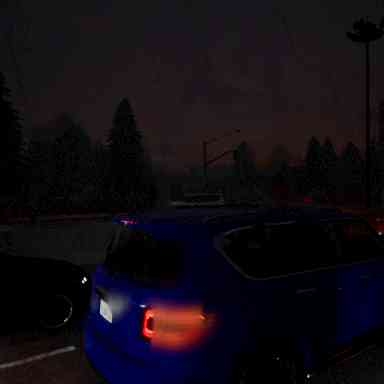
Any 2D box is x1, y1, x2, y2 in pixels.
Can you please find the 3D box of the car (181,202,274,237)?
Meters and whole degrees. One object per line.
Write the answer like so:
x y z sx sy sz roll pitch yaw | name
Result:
2.044 1.411 18.298 4.902 1.511 2.128 0 0 -35 | car

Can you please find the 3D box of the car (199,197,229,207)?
3.150 1.377 49.132 1.895 1.301 4.718 -1 0 -36 | car

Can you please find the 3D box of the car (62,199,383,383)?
1.375 1.204 4.712 5.566 2.045 2.150 -1 0 -35 | car

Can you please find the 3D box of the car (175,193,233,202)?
0.149 1.122 25.515 5.566 2.045 2.150 0 0 -35 | car

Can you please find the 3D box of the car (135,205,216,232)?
-0.958 1.529 20.464 4.718 1.301 1.895 -1 0 -35 | car

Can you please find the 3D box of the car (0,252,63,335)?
-3.750 1.564 5.362 4.181 1.385 1.994 0 0 -36 | car

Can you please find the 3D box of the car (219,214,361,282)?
3.092 1.512 10.228 4.181 1.385 1.994 -1 0 -34 | car

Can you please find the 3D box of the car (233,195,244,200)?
6.396 1.241 50.612 2.128 1.511 4.902 -1 0 -35 | car
